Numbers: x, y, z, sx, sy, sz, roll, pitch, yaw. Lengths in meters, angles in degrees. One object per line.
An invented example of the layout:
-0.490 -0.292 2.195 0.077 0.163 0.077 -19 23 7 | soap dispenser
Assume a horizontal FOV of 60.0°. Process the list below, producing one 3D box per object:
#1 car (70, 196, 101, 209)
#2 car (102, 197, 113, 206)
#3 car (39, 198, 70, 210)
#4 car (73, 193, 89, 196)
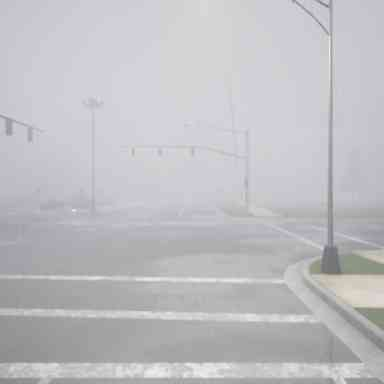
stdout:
-14.435 1.571 45.117 2.033 1.411 5.357 0 0 1 | car
-14.293 1.554 54.707 1.812 1.442 4.674 0 0 1 | car
-17.975 1.624 43.185 1.895 1.301 4.718 0 0 1 | car
-17.831 1.250 52.826 2.150 2.045 5.566 0 0 1 | car
